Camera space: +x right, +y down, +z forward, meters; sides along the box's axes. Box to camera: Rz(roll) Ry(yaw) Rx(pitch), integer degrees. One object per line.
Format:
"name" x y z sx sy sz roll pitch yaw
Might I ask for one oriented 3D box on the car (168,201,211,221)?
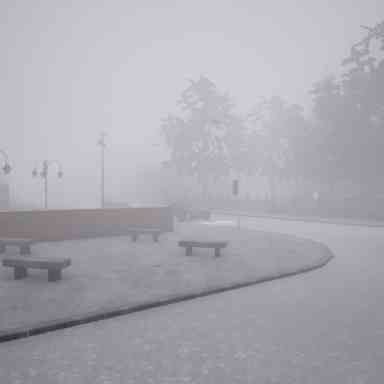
"car" -0.385 1.505 27.429 1.837 1.490 4.892 0 0 -35

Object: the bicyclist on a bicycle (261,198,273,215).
"bicyclist on a bicycle" 7.062 1.349 31.440 1.656 1.620 0.582 0 0 -35

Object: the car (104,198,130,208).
"car" -9.122 1.477 39.817 1.882 1.535 5.008 0 0 -35
